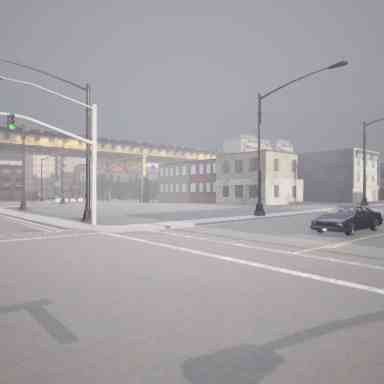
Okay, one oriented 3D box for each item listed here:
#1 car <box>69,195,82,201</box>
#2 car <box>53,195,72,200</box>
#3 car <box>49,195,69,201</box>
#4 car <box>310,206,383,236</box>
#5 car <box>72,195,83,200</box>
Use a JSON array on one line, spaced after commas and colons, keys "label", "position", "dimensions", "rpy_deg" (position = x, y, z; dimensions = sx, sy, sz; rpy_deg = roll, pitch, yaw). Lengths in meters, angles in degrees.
[{"label": "car", "position": [-29.690, 1.590, 86.088], "dimensions": [2.038, 1.542, 4.974], "rpy_deg": [0, 0, -9]}, {"label": "car", "position": [-33.455, 1.425, 85.777], "dimensions": [4.536, 1.218, 1.853], "rpy_deg": [0, 0, 21]}, {"label": "car", "position": [-33.407, 1.582, 85.759], "dimensions": [4.974, 1.542, 2.038], "rpy_deg": [0, 0, 21]}, {"label": "car", "position": [8.748, 1.490, 18.523], "dimensions": [5.357, 1.411, 2.033], "rpy_deg": [-1, 0, -40]}, {"label": "car", "position": [-29.699, 1.432, 86.139], "dimensions": [1.853, 1.218, 4.536], "rpy_deg": [0, 0, -9]}]
